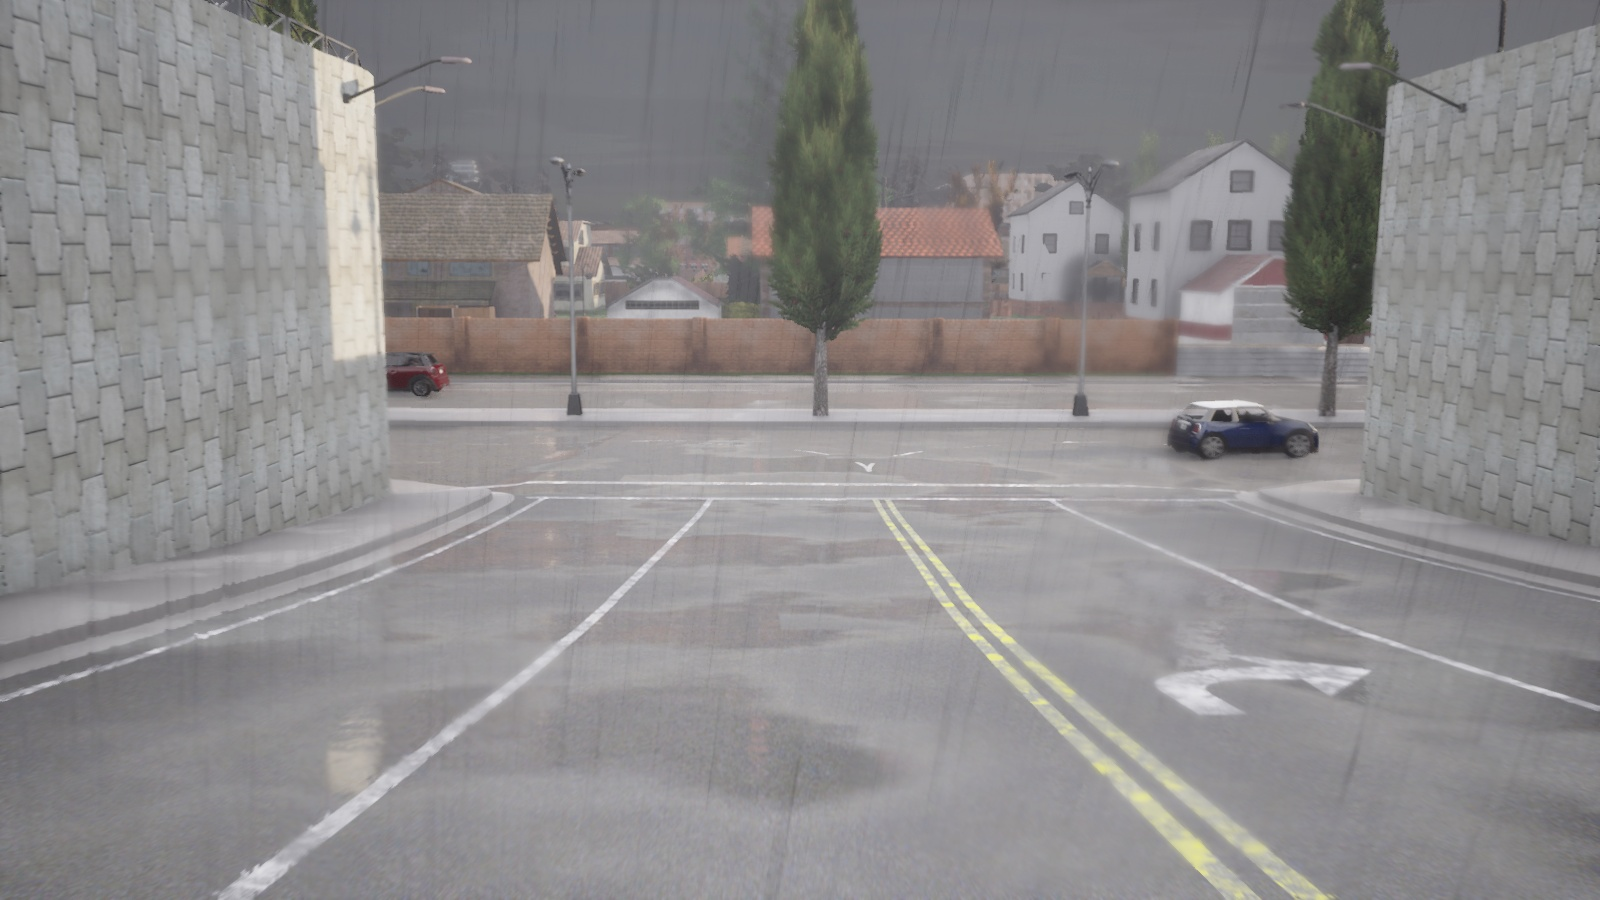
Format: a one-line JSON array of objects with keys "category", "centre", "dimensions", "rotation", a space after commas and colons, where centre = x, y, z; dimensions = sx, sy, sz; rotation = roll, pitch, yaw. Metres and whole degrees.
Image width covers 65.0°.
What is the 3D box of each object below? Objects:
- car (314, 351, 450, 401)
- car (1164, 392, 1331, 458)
[{"category": "car", "centre": [-16.230, -2.905, 48.958], "dimensions": [4.553, 1.767, 2.097], "rotation": [0, 9, -1]}, {"category": "car", "centre": [12.293, -0.721, 34.650], "dimensions": [3.806, 1.475, 1.970], "rotation": [-2, 9, -10]}]
